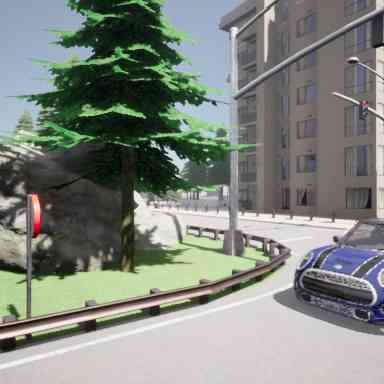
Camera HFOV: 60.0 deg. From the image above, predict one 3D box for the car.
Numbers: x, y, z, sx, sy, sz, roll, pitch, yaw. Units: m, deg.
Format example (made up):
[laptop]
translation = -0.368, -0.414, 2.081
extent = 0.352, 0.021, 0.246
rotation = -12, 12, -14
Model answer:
[car]
translation = 4.210, 1.353, 6.968
extent = 4.553, 1.767, 2.097
rotation = 0, 0, -35
